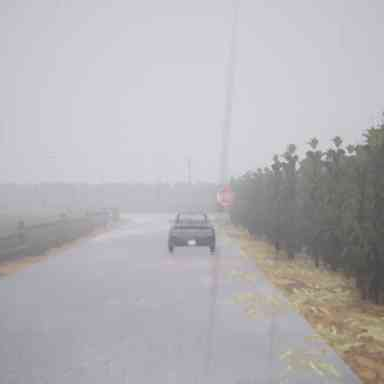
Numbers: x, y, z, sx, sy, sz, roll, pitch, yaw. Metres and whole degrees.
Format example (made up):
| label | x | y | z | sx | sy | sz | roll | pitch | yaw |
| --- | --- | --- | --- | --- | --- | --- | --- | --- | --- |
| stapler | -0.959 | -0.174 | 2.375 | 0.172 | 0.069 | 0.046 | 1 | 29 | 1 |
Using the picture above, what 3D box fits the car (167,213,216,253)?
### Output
| label | x | y | z | sx | sy | sz | roll | pitch | yaw |
| --- | --- | --- | --- | --- | --- | --- | --- | --- | --- |
| car | 0.001 | 1.625 | 14.296 | 2.128 | 1.511 | 4.902 | 0 | 0 | 0 |
